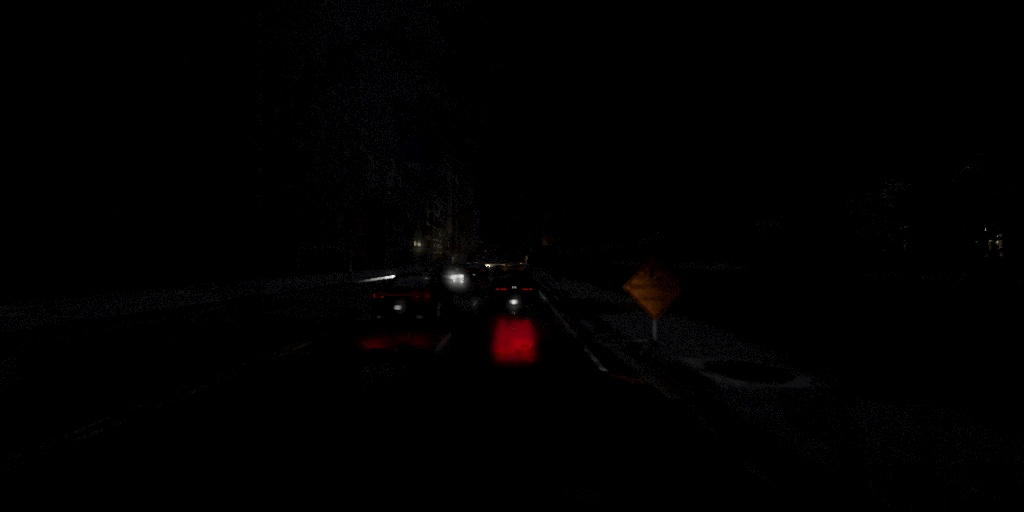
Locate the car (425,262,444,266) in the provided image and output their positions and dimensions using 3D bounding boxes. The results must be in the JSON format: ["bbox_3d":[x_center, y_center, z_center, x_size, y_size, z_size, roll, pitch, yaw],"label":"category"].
[{"bbox_3d":[-9.835,1.505,45.650,2.128,1.511,4.902,0,0,0],"label":"car"}]

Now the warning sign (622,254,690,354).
[{"bbox_3d":[2.849,0.899,7.175,1.300,1.860,1.060,0,0,0],"label":"warning sign"}]

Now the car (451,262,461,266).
[{"bbox_3d":[-6.585,1.504,45.644,2.128,1.511,4.902,0,0,0],"label":"car"}]

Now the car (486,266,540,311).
[{"bbox_3d":[0.089,1.338,14.924,1.837,1.490,4.892,0,0,0],"label":"car"}]

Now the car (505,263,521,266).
[{"bbox_3d":[0.092,1.412,32.506,1.882,1.535,5.008,0,0,0],"label":"car"}]

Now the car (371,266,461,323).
[{"bbox_3d":[-3.168,1.294,12.462,1.882,1.535,5.008,0,0,0],"label":"car"}]

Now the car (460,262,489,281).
[{"bbox_3d":[-3.159,1.411,32.347,1.882,1.535,5.008,0,0,0],"label":"car"}]
